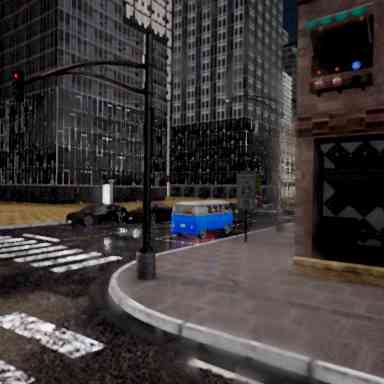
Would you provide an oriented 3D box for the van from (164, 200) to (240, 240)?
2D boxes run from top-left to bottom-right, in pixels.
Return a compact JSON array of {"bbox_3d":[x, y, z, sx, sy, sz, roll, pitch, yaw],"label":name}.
[{"bbox_3d":[0.647,1.352,17.171,1.690,1.788,3.998,1,1,36],"label":"van"}]

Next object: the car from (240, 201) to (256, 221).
[{"bbox_3d":[2.586,1.458,24.361,1.837,1.490,4.892,1,1,36],"label":"car"}]

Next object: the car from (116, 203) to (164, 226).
[{"bbox_3d":[-2.695,1.473,22.461,1.994,1.385,4.181,1,1,36],"label":"car"}]

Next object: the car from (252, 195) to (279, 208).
[{"bbox_3d":[9.898,1.262,44.555,1.967,1.590,4.097,1,1,36],"label":"car"}]

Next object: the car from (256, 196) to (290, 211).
[{"bbox_3d":[9.635,1.398,39.699,1.812,1.442,4.674,1,1,36],"label":"car"}]

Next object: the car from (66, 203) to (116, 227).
[{"bbox_3d":[-6.176,1.436,22.043,1.947,1.339,4.313,1,1,36],"label":"car"}]

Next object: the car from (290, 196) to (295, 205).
[{"bbox_3d":[16.228,1.332,53.424,1.752,1.417,4.829,1,1,36],"label":"car"}]
